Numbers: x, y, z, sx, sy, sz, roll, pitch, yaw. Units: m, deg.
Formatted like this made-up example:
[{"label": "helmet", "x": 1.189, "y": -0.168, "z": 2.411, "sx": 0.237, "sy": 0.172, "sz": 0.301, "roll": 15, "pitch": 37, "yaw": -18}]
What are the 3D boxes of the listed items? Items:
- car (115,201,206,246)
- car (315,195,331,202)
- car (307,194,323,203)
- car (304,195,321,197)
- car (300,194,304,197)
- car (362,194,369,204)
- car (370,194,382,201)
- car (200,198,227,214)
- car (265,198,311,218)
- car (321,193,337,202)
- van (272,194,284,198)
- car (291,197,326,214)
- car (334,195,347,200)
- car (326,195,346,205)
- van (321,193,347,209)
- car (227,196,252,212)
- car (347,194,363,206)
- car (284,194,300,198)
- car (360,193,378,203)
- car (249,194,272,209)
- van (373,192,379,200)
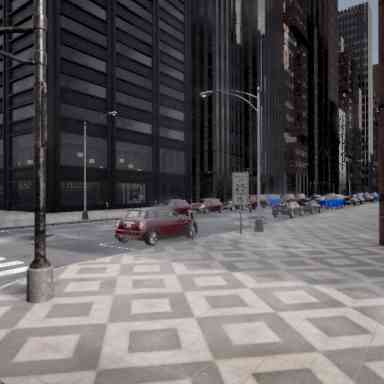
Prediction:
[{"label": "car", "x": -1.446, "y": 1.393, "z": 15.186, "sx": 1.967, "sy": 1.590, "sz": 4.097, "roll": 0, "pitch": 0, "yaw": 36}, {"label": "car", "x": 27.652, "y": 1.406, "z": 70.240, "sx": 2.008, "sy": 1.369, "sz": 4.403, "roll": 0, "pitch": 0, "yaw": 36}, {"label": "car", "x": 24.377, "y": 1.304, "z": 65.687, "sx": 1.967, "sy": 1.590, "sz": 4.097, "roll": 0, "pitch": 0, "yaw": 36}, {"label": "car", "x": 17.632, "y": 1.357, "z": 46.270, "sx": 1.882, "sy": 1.535, "sz": 5.008, "roll": 0, "pitch": 0, "yaw": 36}, {"label": "car", "x": 17.825, "y": 1.199, "z": 56.578, "sx": 2.192, "sy": 1.841, "sz": 5.009, "roll": 0, "pitch": 0, "yaw": 36}, {"label": "car", "x": 28.031, "y": 1.409, "z": 56.167, "sx": 1.947, "sy": 1.339, "sz": 4.313, "roll": 0, "pitch": 0, "yaw": 36}, {"label": "car", "x": 41.132, "y": 1.246, "z": 74.381, "sx": 1.967, "sy": 1.590, "sz": 4.097, "roll": 0, "pitch": 0, "yaw": 36}, {"label": "car", "x": 1.448, "y": 1.383, "z": 33.810, "sx": 1.967, "sy": 1.590, "sz": 4.097, "roll": 0, "pitch": 0, "yaw": 36}, {"label": "car", "x": 8.380, "y": 1.463, "z": 28.847, "sx": 2.008, "sy": 1.369, "sz": 4.403, "roll": 0, "pitch": 0, "yaw": 36}, {"label": "car", "x": 30.927, "y": 1.161, "z": 74.794, "sx": 2.192, "sy": 1.841, "sz": 5.009, "roll": 0, "pitch": 0, "yaw": 36}, {"label": "van", "x": 11.274, "y": 1.247, "z": 47.470, "sx": 1.690, "sy": 1.788, "sz": 3.998, "roll": 0, "pitch": 0, "yaw": 36}, {"label": "car", "x": 11.655, "y": 1.465, "z": 33.400, "sx": 1.947, "sy": 1.339, "sz": 4.313, "roll": 0, "pitch": 0, "yaw": 36}, {"label": "car", "x": 37.479, "y": 1.395, "z": 83.902, "sx": 1.947, "sy": 1.339, "sz": 4.313, "roll": 0, "pitch": 0, "yaw": 36}, {"label": "car", "x": 23.744, "y": 1.351, "z": 54.762, "sx": 2.128, "sy": 1.511, "sz": 4.902, "roll": 0, "pitch": 0, "yaw": 35}, {"label": "van", "x": 18.205, "y": 1.216, "z": 42.507, "sx": 1.690, "sy": 1.788, "sz": 3.998, "roll": 0, "pitch": 0, "yaw": 36}, {"label": "car", "x": 4.724, "y": 1.481, "z": 38.364, "sx": 2.008, "sy": 1.369, "sz": 4.403, "roll": 0, "pitch": 0, "yaw": 36}, {"label": "car", "x": 24.756, "y": 1.419, "z": 51.614, "sx": 1.947, "sy": 1.339, "sz": 4.313, "roll": 0, "pitch": 0, "yaw": 36}, {"label": "car", "x": 14.550, "y": 1.209, "z": 52.025, "sx": 2.192, "sy": 1.841, "sz": 5.009, "roll": 0, "pitch": 0, "yaw": 36}, {"label": "car", "x": 34.582, "y": 1.369, "z": 65.275, "sx": 1.887, "sy": 1.381, "sz": 4.507, "roll": 0, "pitch": 0, "yaw": 36}, {"label": "car", "x": 7.999, "y": 1.232, "z": 42.917, "sx": 2.192, "sy": 1.841, "sz": 5.009, "roll": 0, "pitch": 0, "yaw": 36}, {"label": "van", "x": 37.856, "y": 1.156, "z": 69.828, "sx": 1.690, "sy": 1.788, "sz": 3.998, "roll": 0, "pitch": 0, "yaw": 36}]
